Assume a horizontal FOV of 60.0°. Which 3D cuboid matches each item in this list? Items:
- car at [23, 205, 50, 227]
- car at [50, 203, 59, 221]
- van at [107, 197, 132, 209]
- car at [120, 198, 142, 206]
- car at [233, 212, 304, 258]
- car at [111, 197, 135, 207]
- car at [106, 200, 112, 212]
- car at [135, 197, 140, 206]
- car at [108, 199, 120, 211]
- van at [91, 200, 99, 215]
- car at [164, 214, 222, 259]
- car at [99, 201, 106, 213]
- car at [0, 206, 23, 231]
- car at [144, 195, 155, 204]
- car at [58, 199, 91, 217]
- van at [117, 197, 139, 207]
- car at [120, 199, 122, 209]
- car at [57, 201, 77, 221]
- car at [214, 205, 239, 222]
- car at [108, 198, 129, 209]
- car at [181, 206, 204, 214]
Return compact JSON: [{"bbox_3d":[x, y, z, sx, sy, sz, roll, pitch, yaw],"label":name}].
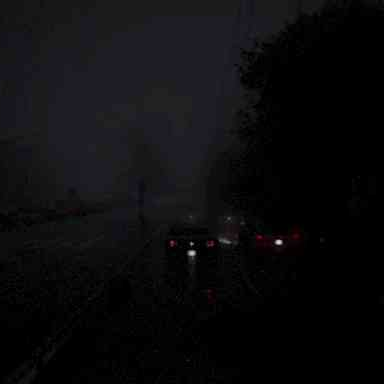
[{"bbox_3d":[-13.714,1.834,24.681,5.366,1.575,1.946,0,-1,-20],"label":"car"},{"bbox_3d":[-13.912,1.921,27.585,4.792,1.488,2.163,0,-1,-20],"label":"car"},{"bbox_3d":[-13.762,2.062,63.456,4.442,1.987,1.878,-1,0,-20],"label":"van"},{"bbox_3d":[-13.834,2.199,75.352,4.553,1.767,2.185,-1,0,-20],"label":"car"},{"bbox_3d":[3.023,1.736,13.504,1.994,1.385,4.181,0,-1,1],"label":"car"},{"bbox_3d":[-13.898,2.028,60.413,5.566,2.045,2.435,-1,0,-20],"label":"car"},{"bbox_3d":[-13.903,2.200,45.487,4.792,1.488,2.163,-1,-1,-20],"label":"car"},{"bbox_3d":[-13.844,2.046,66.409,5.566,2.045,2.435,-1,0,-20],"label":"car"},{"bbox_3d":[-13.703,2.194,48.556,5.366,1.575,1.946,-1,-1,-20],"label":"car"},{"bbox_3d":[-13.775,1.866,39.586,4.442,1.987,1.878,0,-1,-20],"label":"van"},{"bbox_3d":[0.018,1.769,13.254,1.895,1.301,4.718,0,-1,1],"label":"car"},{"bbox_3d":[-13.873,2.171,42.515,4.674,1.452,2.002,0,-1,-20],"label":"car"},{"bbox_3d":[-13.884,1.828,21.632,4.674,1.452,2.002,0,-1,-20],"label":"car"},{"bbox_3d":[-13.827,2.409,93.348,4.792,1.488,2.163,-1,0,-20],"label":"car"},{"bbox_3d":[-13.854,1.920,36.558,4.553,1.767,2.185,0,-1,-20],"label":"car"},{"bbox_3d":[-13.974,2.092,72.317,4.442,1.987,1.878,-1,0,-20],"label":"van"},{"bbox_3d":[-13.846,2.255,51.483,4.792,1.488,2.163,-1,-1,-20],"label":"car"},{"bbox_3d":[-13.710,1.940,30.647,5.366,1.575,1.946,0,-1,-20],"label":"car"},{"bbox_3d":[3.020,1.922,28.504,1.837,1.490,4.892,0,0,1],"label":"car"},{"bbox_3d":[-13.867,2.304,57.440,4.674,1.452,2.002,-1,0,-20],"label":"car"},{"bbox_3d":[0.023,1.947,28.906,1.812,1.442,4.674,0,-1,1],"label":"car"}]
